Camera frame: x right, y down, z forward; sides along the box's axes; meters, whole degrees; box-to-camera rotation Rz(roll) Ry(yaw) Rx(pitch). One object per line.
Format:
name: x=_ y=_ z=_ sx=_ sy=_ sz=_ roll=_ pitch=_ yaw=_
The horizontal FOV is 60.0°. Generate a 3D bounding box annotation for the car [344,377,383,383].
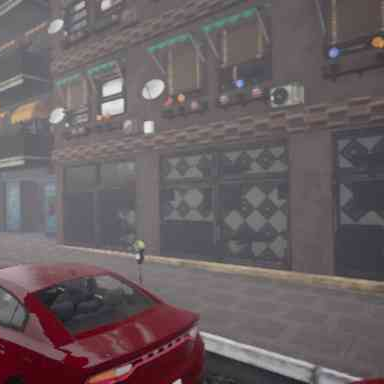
car: x=2.529 y=1.541 z=0.941 sx=4.507 sy=1.381 sz=1.887 roll=0 pitch=-1 yaw=36

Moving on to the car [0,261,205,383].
car: x=-1.973 y=1.557 z=4.153 sx=4.507 sy=1.381 sz=1.887 roll=0 pitch=-1 yaw=36
